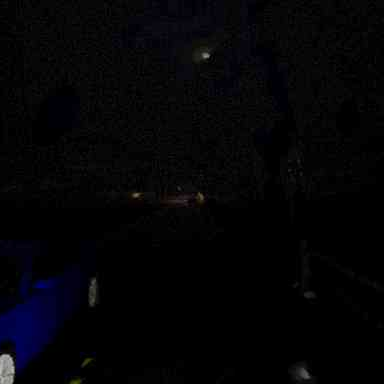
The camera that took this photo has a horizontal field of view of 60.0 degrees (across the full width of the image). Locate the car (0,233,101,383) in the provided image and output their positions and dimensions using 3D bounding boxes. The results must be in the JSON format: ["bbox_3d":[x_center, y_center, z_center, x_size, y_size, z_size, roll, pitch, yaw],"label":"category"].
[{"bbox_3d":[-2.813,1.476,4.890,1.882,1.535,5.008,0,0,0],"label":"car"}]

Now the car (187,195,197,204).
[{"bbox_3d":[0.035,1.572,68.496,1.882,1.535,5.008,0,0,0],"label":"car"}]

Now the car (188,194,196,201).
[{"bbox_3d":[0.040,1.342,78.957,1.882,1.535,5.008,0,1,0],"label":"car"}]
